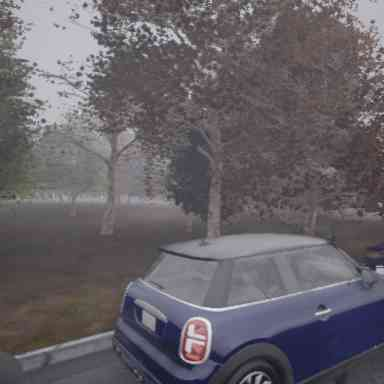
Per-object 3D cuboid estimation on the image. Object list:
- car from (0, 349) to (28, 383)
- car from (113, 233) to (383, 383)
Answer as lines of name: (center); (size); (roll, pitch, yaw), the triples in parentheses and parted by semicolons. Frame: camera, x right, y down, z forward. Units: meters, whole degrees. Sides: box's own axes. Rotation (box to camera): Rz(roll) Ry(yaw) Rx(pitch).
car: (-3.323, 1.492, 1.380); (4.892, 1.521, 2.231); (0, 0, -33)
car: (1.317, 1.372, 4.706); (4.553, 1.767, 2.185); (0, -1, -33)
